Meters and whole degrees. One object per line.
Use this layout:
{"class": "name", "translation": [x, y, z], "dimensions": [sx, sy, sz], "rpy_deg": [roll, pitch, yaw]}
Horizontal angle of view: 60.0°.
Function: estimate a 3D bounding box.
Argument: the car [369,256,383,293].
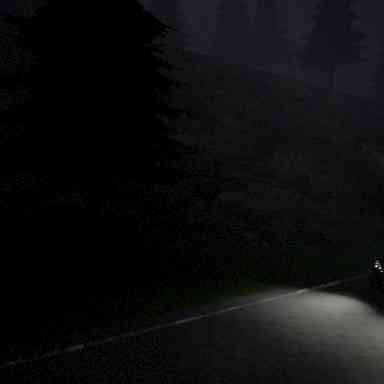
{"class": "car", "translation": [6.218, 1.643, 7.814], "dimensions": [4.674, 1.442, 1.812], "rpy_deg": [1, -1, -30]}
